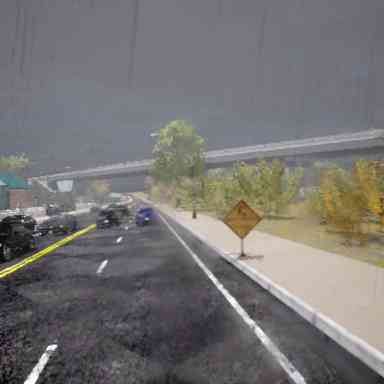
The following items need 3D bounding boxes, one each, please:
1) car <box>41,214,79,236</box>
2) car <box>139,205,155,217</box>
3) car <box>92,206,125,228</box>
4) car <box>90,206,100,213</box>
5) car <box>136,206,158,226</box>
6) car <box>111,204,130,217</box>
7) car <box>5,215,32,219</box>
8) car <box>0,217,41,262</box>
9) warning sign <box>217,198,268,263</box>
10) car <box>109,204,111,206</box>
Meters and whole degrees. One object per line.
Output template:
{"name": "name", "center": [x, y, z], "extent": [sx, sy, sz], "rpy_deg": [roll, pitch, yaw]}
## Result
{"name": "car", "center": [-9.995, 2.382, 25.350], "extent": [2.033, 1.411, 5.357], "rpy_deg": [-3, -1, -7]}
{"name": "car", "center": [-5.858, 2.412, 43.294], "extent": [1.895, 1.301, 4.718], "rpy_deg": [-3, -1, -8]}
{"name": "car", "center": [-7.169, 2.243, 28.967], "extent": [1.812, 1.442, 4.674], "rpy_deg": [-3, -1, -7]}
{"name": "car", "center": [-18.851, 3.391, 65.581], "extent": [1.895, 1.301, 4.718], "rpy_deg": [-3, -1, -8]}
{"name": "car", "center": [-3.931, 2.065, 29.207], "extent": [1.812, 1.442, 4.674], "rpy_deg": [-3, -1, -8]}
{"name": "car", "center": [-9.272, 2.521, 44.320], "extent": [1.837, 1.490, 4.892], "rpy_deg": [-3, 0, -8]}
{"name": "car", "center": [-13.253, 2.519, 25.164], "extent": [1.837, 1.490, 4.892], "rpy_deg": [-3, -1, -8]}
{"name": "car", "center": [-8.564, 2.163, 14.845], "extent": [1.812, 1.442, 4.674], "rpy_deg": [-3, -1, -8]}
{"name": "warning sign", "center": [1.563, 1.140, 10.440], "extent": [1.300, 1.860, 1.060], "rpy_deg": [-1, 1, -8]}
{"name": "car", "center": [-15.648, 3.121, 66.066], "extent": [1.837, 1.490, 4.892], "rpy_deg": [-3, -1, -8]}
